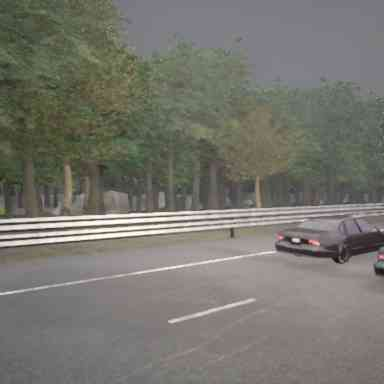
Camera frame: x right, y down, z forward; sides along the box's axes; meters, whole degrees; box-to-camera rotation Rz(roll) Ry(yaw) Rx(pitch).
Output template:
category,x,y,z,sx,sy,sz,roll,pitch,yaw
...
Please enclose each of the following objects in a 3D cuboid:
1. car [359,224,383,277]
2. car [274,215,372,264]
category,x,y,z,sx,sy,sz,roll,pitch,yaw
car,6.778,1.548,8.586,5.357,1.411,2.033,0,0,-36
car,5.281,1.548,11.814,5.357,1.411,2.033,0,0,-36
